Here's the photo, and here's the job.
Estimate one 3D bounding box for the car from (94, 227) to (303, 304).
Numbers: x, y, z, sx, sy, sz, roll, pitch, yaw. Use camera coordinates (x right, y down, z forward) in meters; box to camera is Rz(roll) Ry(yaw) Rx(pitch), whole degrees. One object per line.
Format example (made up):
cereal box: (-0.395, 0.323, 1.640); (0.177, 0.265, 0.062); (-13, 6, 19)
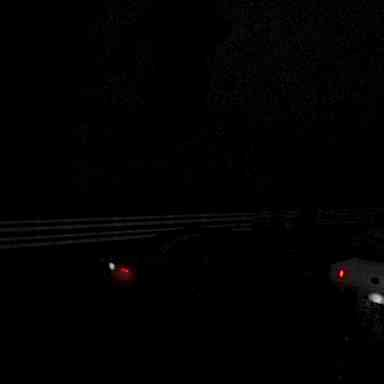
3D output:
car: (0.402, 1.602, 8.280); (5.357, 1.411, 2.033); (1, 0, -35)

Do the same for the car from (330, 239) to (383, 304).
car: (5.223, 1.690, 7.368); (4.718, 1.301, 1.895); (1, 0, -35)
